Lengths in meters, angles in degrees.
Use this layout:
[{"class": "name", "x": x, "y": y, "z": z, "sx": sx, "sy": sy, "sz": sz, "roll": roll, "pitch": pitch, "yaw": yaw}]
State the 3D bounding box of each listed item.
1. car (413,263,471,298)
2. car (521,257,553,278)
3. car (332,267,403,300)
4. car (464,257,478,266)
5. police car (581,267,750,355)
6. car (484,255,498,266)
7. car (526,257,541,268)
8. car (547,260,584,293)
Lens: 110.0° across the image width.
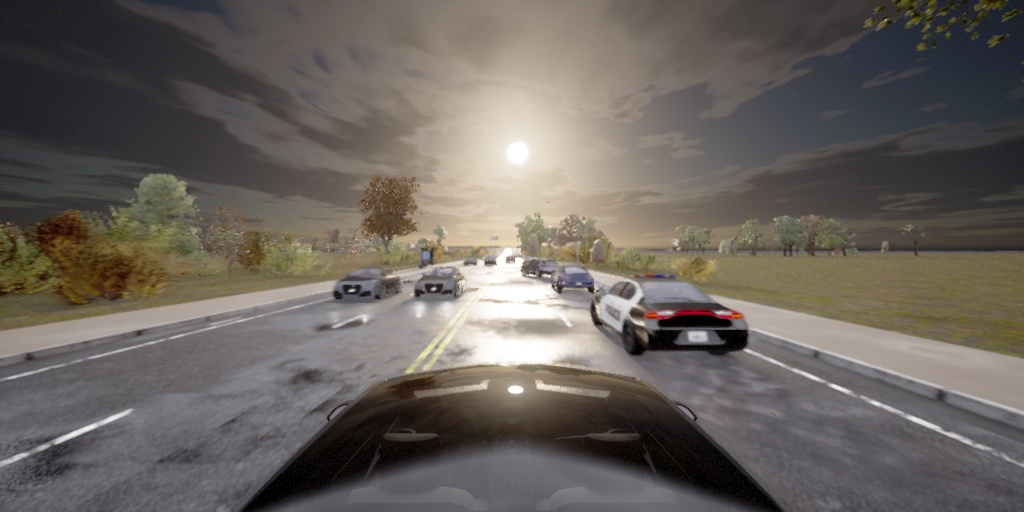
[{"class": "car", "x": -3.363, "y": 1.217, "z": 17.452, "sx": 1.994, "sy": 1.385, "sz": 4.181, "roll": 0, "pitch": 0, "yaw": 0}, {"class": "car", "x": 2.474, "y": 0.986, "z": 31.835, "sx": 2.033, "sy": 1.649, "sz": 4.856, "roll": 1, "pitch": 0, "yaw": -21}, {"class": "car", "x": -6.612, "y": 1.222, "z": 16.796, "sx": 1.994, "sy": 1.385, "sz": 4.181, "roll": 0, "pitch": 0, "yaw": 0}, {"class": "car", "x": -6.773, "y": 0.907, "z": 59.771, "sx": 2.033, "sy": 1.411, "sz": 5.357, "roll": 0, "pitch": 0, "yaw": 0}, {"class": "police car", "x": 3.249, "y": 1.211, "z": 8.679, "sx": 2.038, "sy": 1.542, "sz": 4.974, "roll": 0, "pitch": 0, "yaw": 0}, {"class": "car", "x": -3.537, "y": 0.709, "z": 59.929, "sx": 2.097, "sy": 1.767, "sz": 4.553, "roll": 0, "pitch": 0, "yaw": 0}, {"class": "car", "x": 3.038, "y": 0.885, "z": 52.704, "sx": 1.882, "sy": 1.535, "sz": 5.008, "roll": 0, "pitch": 0, "yaw": 0}, {"class": "car", "x": 3.224, "y": 1.162, "z": 19.690, "sx": 1.812, "sy": 1.442, "sz": 4.674, "roll": 0, "pitch": 0, "yaw": 0}]
